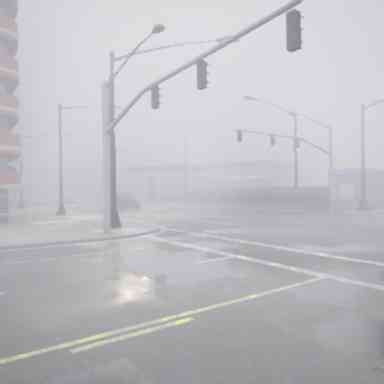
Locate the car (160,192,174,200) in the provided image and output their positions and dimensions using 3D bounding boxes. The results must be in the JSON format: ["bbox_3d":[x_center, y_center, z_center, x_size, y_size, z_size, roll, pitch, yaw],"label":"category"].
[{"bbox_3d":[-5.106,0.924,76.208,4.611,1.667,2.242,-1,1,-35],"label":"car"}]

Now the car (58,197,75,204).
[{"bbox_3d":[-22.707,1.533,60.032,1.994,1.385,4.181,-1,0,-36],"label":"car"}]

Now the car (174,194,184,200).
[{"bbox_3d":[-1.133,1.068,71.988,3.806,1.475,1.970,-1,1,-35],"label":"car"}]

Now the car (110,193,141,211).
[{"bbox_3d":[-8.340,1.158,40.549,2.150,2.045,5.566,-1,1,-37],"label":"car"}]
